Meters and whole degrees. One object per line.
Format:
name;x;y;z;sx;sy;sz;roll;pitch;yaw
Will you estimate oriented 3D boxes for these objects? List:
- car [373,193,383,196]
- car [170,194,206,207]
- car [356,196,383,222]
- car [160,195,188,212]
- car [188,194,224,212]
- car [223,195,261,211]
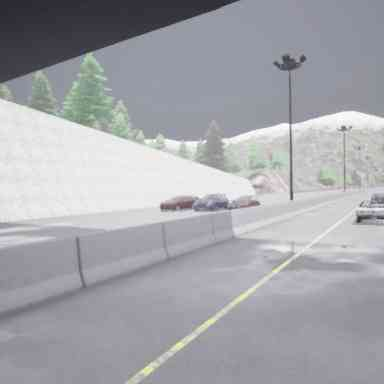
car;20.264;0.778;35.768;2.033;1.411;5.357;-1;1;31
car;-0.378;1.092;42.472;2.033;1.411;5.357;-1;1;31
car;11.586;1.156;21.065;1.895;1.301;4.718;-1;1;31
car;-1.359;1.134;33.949;1.882;1.535;5.008;-1;1;31
car;1.971;0.959;32.705;2.097;1.767;4.553;-1;1;31
car;4.945;1.098;30.857;1.812;1.442;4.674;-1;1;31
